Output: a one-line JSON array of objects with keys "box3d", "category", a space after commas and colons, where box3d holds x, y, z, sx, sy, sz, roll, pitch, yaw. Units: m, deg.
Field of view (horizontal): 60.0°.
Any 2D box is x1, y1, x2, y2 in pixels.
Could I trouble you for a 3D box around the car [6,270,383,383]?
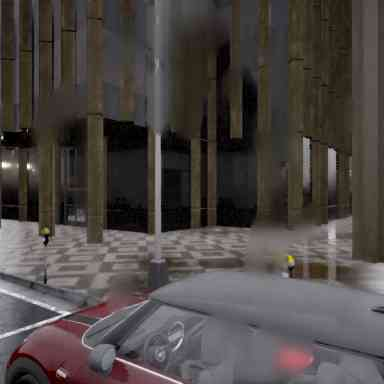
[{"box3d": [0.175, 1.440, 2.839, 4.097, 1.590, 1.967, 0, 0, 36], "category": "car"}]
